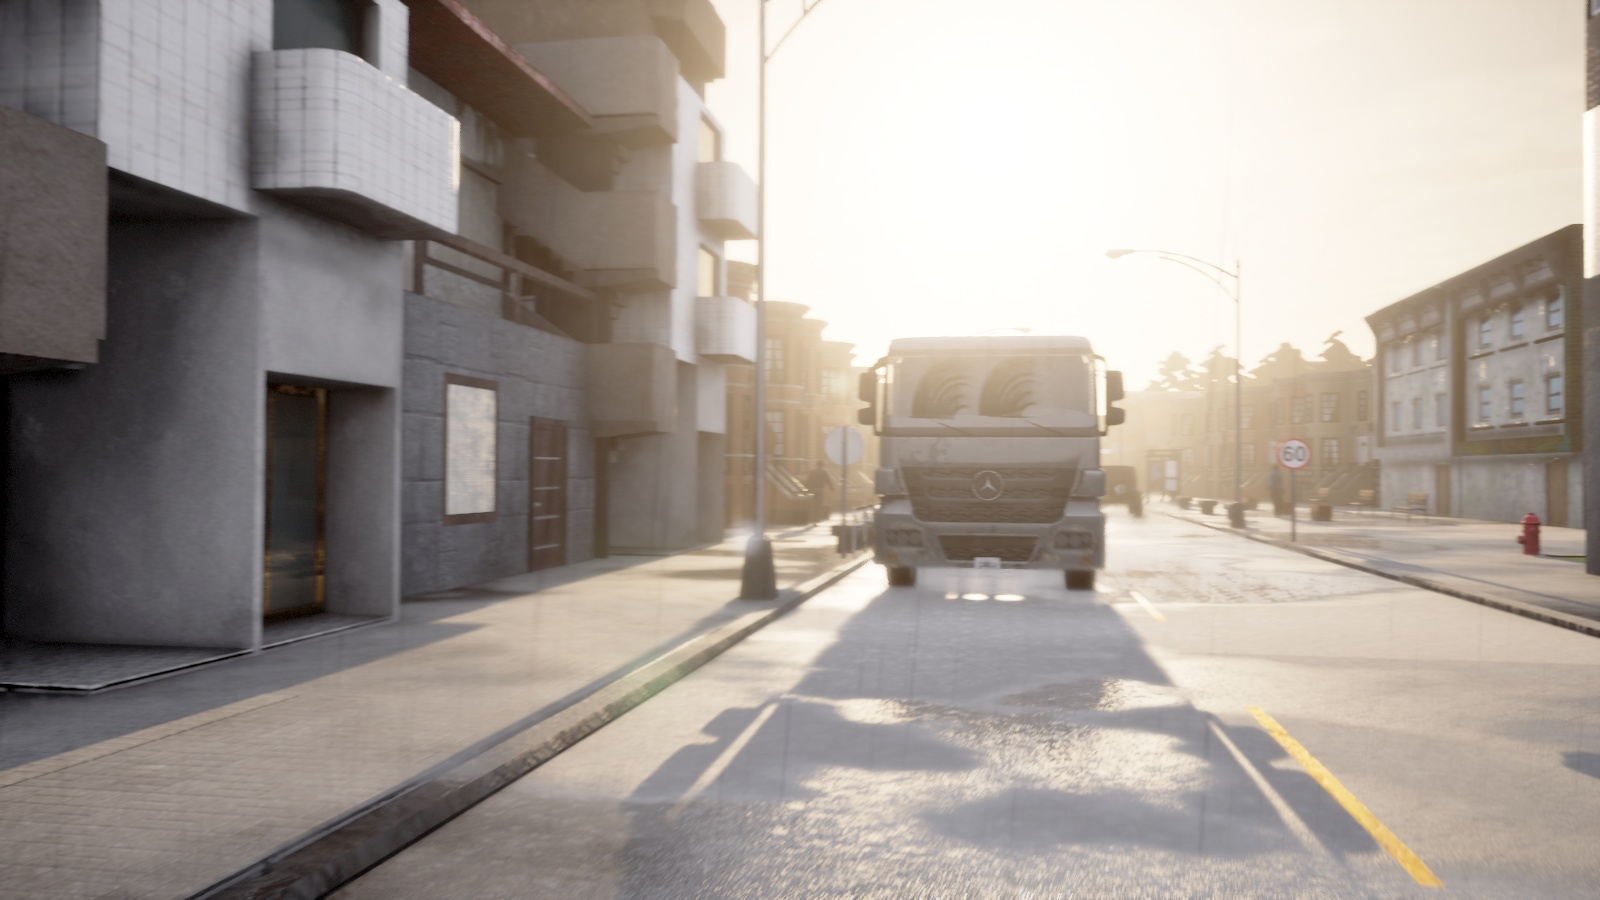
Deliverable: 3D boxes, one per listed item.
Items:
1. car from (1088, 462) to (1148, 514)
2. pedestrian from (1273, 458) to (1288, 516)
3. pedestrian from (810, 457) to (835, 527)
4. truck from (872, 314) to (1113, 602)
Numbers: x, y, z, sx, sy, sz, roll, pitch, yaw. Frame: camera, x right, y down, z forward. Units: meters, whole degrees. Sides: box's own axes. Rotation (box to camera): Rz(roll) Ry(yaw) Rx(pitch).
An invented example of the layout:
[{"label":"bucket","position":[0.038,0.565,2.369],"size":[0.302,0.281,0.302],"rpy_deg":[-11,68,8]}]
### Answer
[{"label":"car","position":[11.876,1.407,47.102],"size":[1.905,1.878,3.866],"rpy_deg":[0,-1,10]},{"label":"pedestrian","position":[16.160,1.229,42.229],"size":[0.396,1.930,0.692],"rpy_deg":[0,-1,17]},{"label":"pedestrian","position":[0.596,1.103,33.439],"size":[0.370,1.835,0.726],"rpy_deg":[-1,-1,27]},{"label":"truck","position":[3.004,0.161,19.248],"size":[2.891,3.462,7.936],"rpy_deg":[0,-1,10]}]
